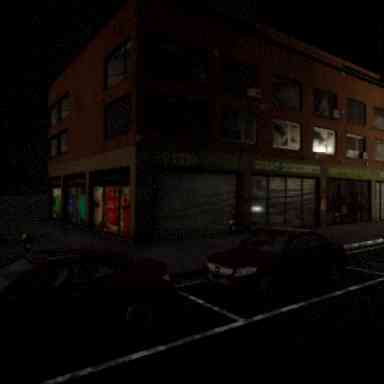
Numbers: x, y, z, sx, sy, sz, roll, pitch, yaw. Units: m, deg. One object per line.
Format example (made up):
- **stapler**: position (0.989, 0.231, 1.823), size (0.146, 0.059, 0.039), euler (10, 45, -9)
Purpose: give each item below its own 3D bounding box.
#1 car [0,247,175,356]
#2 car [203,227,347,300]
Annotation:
- **car**: position (-2.238, 1.576, 5.162), size (4.206, 1.307, 1.802), euler (0, 1, -35)
- **car**: position (2.236, 1.580, 8.346), size (4.206, 1.307, 1.802), euler (0, 1, -35)
